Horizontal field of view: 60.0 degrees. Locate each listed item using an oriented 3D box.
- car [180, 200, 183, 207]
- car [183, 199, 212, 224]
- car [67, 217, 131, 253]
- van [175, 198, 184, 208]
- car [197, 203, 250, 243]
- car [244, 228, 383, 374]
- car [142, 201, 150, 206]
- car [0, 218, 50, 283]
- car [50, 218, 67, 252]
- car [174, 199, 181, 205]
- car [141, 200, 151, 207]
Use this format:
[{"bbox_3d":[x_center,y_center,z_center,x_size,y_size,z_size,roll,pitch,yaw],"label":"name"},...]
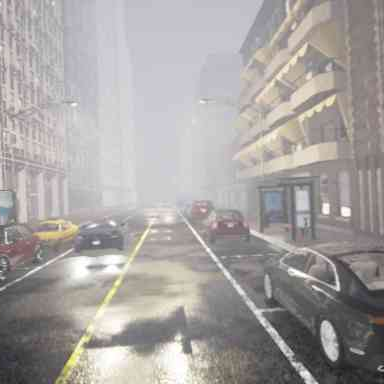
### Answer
[{"bbox_3d":[-0.108,2.006,39.339,1.802,1.307,4.206,-2,-1,-4],"label":"car"},{"bbox_3d":[0.732,1.584,28.078,2.192,1.841,5.009,-2,-1,-4],"label":"car"},{"bbox_3d":[-4.004,1.892,15.388,1.994,1.385,4.181,-2,-1,-4],"label":"car"},{"bbox_3d":[-1.816,2.087,61.869,1.690,1.788,3.998,-2,-1,-4],"label":"van"},{"bbox_3d":[1.585,1.554,16.812,1.967,1.590,4.097,-2,-1,-4],"label":"car"},{"bbox_3d":[2.440,1.509,5.547,2.008,1.369,4.403,-2,-1,-4],"label":"car"},{"bbox_3d":[-12.278,3.070,89.392,1.802,1.307,4.206,-2,-1,-4],"label":"car"},{"bbox_3d":[-6.340,1.812,10.546,1.967,1.590,4.097,-2,-1,-4],"label":"car"},{"bbox_3d":[-6.748,1.972,16.007,1.752,1.417,4.829,-2,-1,-4],"label":"car"},{"bbox_3d":[-3.931,2.697,90.027,1.887,1.381,4.507,-2,-1,-4],"label":"car"},{"bbox_3d":[-11.860,2.847,83.763,1.967,1.590,4.097,-2,-1,-4],"label":"car"}]
